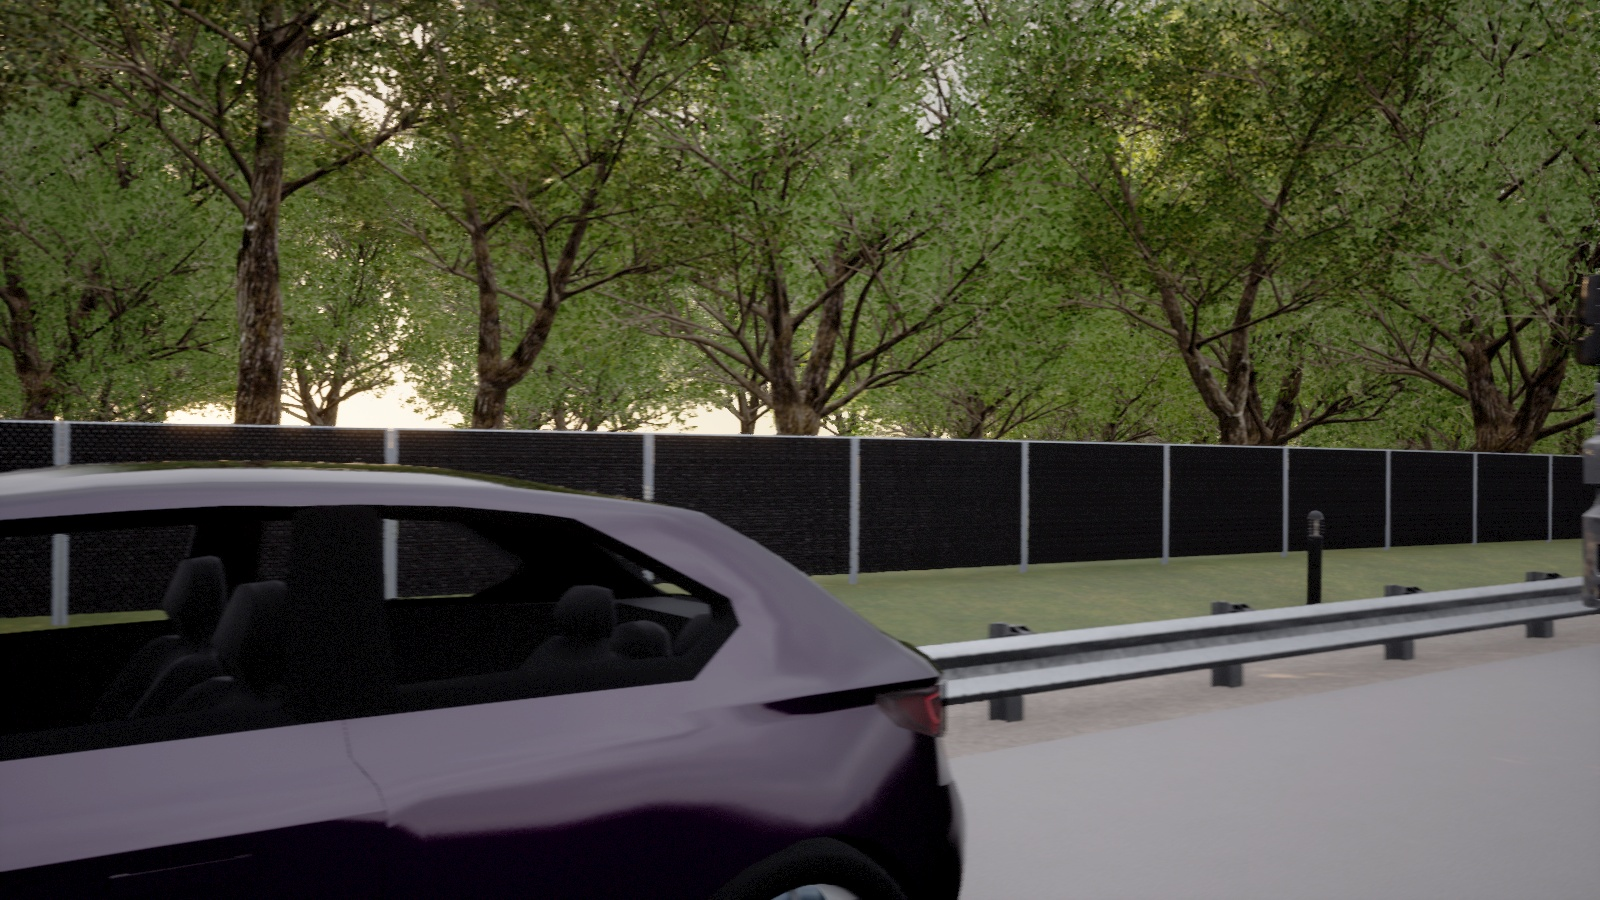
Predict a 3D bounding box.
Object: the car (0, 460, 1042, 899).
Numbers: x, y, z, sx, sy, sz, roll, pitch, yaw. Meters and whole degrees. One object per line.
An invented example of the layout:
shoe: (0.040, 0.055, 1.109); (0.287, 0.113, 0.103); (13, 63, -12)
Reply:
car: (-1.684, 0.768, 2.489); (4.193, 1.474, 1.816); (0, 0, -34)

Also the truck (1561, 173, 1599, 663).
truck: (9.626, -0.229, 10.057); (7.936, 3.462, 2.891); (0, 0, -33)
